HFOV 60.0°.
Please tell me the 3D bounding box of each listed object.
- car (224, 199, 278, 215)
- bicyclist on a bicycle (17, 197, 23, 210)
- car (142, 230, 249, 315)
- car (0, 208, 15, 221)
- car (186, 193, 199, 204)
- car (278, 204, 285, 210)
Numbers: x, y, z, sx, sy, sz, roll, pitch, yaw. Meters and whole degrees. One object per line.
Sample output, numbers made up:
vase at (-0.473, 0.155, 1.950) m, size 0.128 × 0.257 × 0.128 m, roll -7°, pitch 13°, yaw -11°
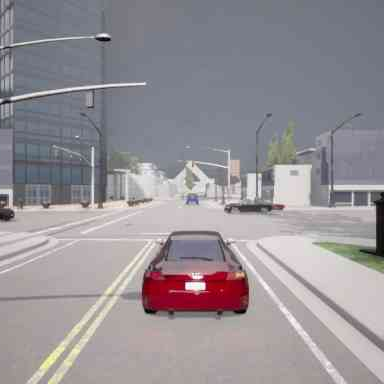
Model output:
car at (5.693, 1.492, 33.467) m, size 4.902 × 1.511 × 2.128 m, roll 0°, pitch 0°, yaw 0°
bicyclist on a bicycle at (-21.999, 1.466, 42.523) m, size 0.582 × 1.620 × 1.656 m, roll -1°, pitch 0°, yaw 0°
car at (0.071, 1.564, 7.642) m, size 1.994 × 1.385 × 4.181 m, roll 0°, pitch 0°, yaw 0°
car at (-16.612, 1.587, 26.091) m, size 5.008 × 1.535 × 1.882 m, roll -1°, pitch 0°, yaw 0°
car at (0.083, 1.221, 64.320) m, size 2.150 × 2.045 × 5.566 m, roll 0°, pitch 0°, yaw 0°
car at (7.872, 1.601, 37.335) m, size 4.718 × 1.301 × 1.895 m, roll 0°, pitch 0°, yaw 6°
